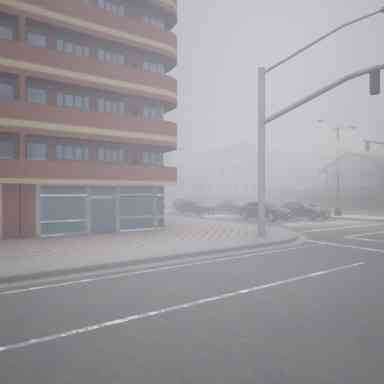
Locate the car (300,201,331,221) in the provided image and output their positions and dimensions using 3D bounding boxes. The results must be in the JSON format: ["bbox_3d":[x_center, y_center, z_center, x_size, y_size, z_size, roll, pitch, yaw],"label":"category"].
[{"bbox_3d":[9.279,1.526,27.914,1.812,1.442,4.674,0,0,-34],"label":"car"}]

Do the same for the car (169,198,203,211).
[{"bbox_3d":[-0.839,1.505,42.595,1.837,1.490,4.892,0,0,-35],"label":"car"}]

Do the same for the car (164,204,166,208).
[{"bbox_3d":[-5.392,1.547,43.038,2.033,1.411,5.357,0,0,-34],"label":"car"}]

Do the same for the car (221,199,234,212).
[{"bbox_3d":[4.344,1.526,35.085,1.812,1.442,4.674,0,0,-34],"label":"car"}]

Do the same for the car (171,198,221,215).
[{"bbox_3d":[0.321,1.545,34.738,2.033,1.411,5.357,0,0,-34],"label":"car"}]

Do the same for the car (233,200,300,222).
[{"bbox_3d":[5.844,1.505,26.709,1.837,1.490,4.892,0,0,-34],"label":"car"}]
